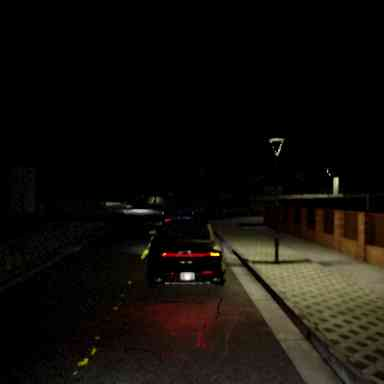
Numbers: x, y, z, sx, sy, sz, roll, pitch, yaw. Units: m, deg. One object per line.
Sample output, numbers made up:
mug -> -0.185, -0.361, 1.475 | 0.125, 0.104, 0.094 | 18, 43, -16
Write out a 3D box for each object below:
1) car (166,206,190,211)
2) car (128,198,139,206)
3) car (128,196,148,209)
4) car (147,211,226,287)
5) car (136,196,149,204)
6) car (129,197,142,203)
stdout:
car -> -0.852, 1.580, 20.444 | 2.033, 1.411, 5.357 | 0, 0, -4
car -> -11.303, 1.842, 64.156 | 1.812, 1.442, 4.674 | 0, -1, -14
car -> -7.717, 1.685, 48.127 | 2.128, 1.511, 4.902 | 0, 0, -11
car -> -0.191, 1.514, 9.401 | 1.837, 1.490, 4.892 | 0, 0, -2
car -> -11.042, 1.753, 73.484 | 2.097, 1.767, 4.553 | 0, -1, -18
car -> -14.151, 1.905, 83.114 | 2.128, 1.511, 4.902 | 0, -1, -20
